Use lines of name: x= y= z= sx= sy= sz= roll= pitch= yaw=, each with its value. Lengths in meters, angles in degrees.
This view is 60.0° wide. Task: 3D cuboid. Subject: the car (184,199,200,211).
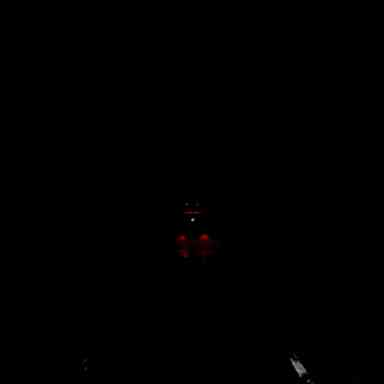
car: x=0.001 y=1.517 z=40.724 sx=1.895 sy=1.301 sz=4.718 roll=0 pitch=0 yaw=0

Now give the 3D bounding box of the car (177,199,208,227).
car: x=0.046 y=1.440 z=22.095 sx=2.128 sy=1.511 sz=4.902 roll=0 pitch=0 yaw=0
